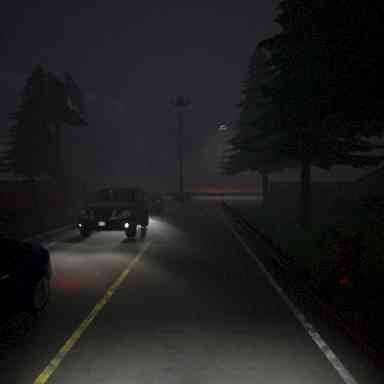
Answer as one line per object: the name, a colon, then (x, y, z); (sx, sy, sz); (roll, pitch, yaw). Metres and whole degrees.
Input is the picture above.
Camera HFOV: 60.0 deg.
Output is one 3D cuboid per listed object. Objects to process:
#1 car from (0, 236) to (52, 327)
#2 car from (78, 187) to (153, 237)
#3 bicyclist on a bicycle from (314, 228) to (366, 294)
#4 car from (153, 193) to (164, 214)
car: (-3.550, 1.394, 4.533); (1.812, 1.442, 4.674); (0, 2, 1)
car: (-3.390, 0.782, 15.464); (2.150, 2.045, 5.566); (0, 2, 1)
bicyclist on a bicycle: (3.030, 1.318, 6.736); (1.620, 1.656, 0.582); (-24, 23, -34)
car: (-3.189, 0.803, 24.919); (2.128, 1.511, 4.902); (0, 2, 1)
